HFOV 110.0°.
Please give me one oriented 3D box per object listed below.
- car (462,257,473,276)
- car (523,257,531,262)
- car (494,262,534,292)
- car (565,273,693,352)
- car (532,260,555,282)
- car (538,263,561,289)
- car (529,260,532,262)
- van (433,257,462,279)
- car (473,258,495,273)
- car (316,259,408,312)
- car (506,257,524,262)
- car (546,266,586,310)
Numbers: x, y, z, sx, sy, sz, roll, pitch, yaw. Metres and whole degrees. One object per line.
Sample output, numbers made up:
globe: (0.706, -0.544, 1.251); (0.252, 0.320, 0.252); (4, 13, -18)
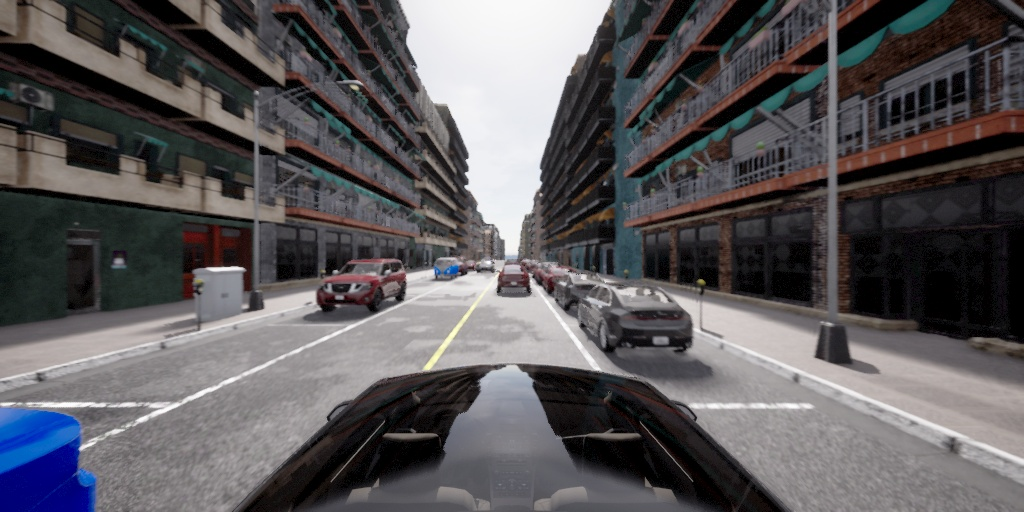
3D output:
car: (-5.695, 1.030, 36.990); (2.192, 1.841, 5.009); (0, 0, 0)
car: (2.685, 1.157, 42.629); (1.967, 1.591, 4.097); (0, 0, 0)
car: (0.098, 1.249, 20.983); (1.812, 1.442, 4.674); (0, 0, 0)
car: (2.690, 1.291, 8.663); (2.007, 1.370, 4.403); (0, 0, 0)
car: (2.687, 1.159, 25.647); (1.967, 1.591, 4.097); (0, 0, 0)
car: (2.688, 1.270, 19.987); (1.888, 1.381, 4.507); (0, 0, 0)
car: (2.687, 1.296, 31.310); (1.802, 1.307, 4.207); (0, 0, 0)
van: (-5.694, 1.055, 31.331); (1.690, 1.789, 3.998); (0, 0, 0)
car: (-3.032, 1.282, 41.865); (1.994, 1.385, 4.181); (0, 0, 1)
car: (-5.692, 1.047, 14.345); (2.192, 1.841, 5.009); (0, 0, 0)
car: (0.095, 1.070, 43.842); (2.097, 1.767, 4.553); (0, 0, 0)
car: (2.689, 1.283, 14.325); (2.007, 1.370, 4.403); (0, 0, 0)
